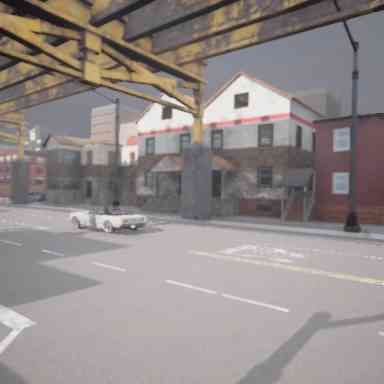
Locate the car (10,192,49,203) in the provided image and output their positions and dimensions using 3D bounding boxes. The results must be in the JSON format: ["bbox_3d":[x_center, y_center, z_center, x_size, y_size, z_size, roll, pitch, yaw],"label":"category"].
[{"bbox_3d":[-23.447,0.762,48.214,4.974,1.542,2.038,1,0,-22],"label":"car"}]

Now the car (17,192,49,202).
[{"bbox_3d":[-24.587,0.722,51.766,2.038,1.542,4.974,1,0,8],"label":"car"}]

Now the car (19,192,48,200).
[{"bbox_3d":[-24.578,0.565,51.817,1.853,1.218,4.536,1,0,8],"label":"car"}]

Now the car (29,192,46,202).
[{"bbox_3d":[-23.396,0.605,48.233,4.536,1.218,1.853,1,0,-22],"label":"car"}]

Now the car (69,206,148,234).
[{"bbox_3d":[-4.703,1.420,18.173,4.718,1.301,1.895,1,0,38],"label":"car"}]
